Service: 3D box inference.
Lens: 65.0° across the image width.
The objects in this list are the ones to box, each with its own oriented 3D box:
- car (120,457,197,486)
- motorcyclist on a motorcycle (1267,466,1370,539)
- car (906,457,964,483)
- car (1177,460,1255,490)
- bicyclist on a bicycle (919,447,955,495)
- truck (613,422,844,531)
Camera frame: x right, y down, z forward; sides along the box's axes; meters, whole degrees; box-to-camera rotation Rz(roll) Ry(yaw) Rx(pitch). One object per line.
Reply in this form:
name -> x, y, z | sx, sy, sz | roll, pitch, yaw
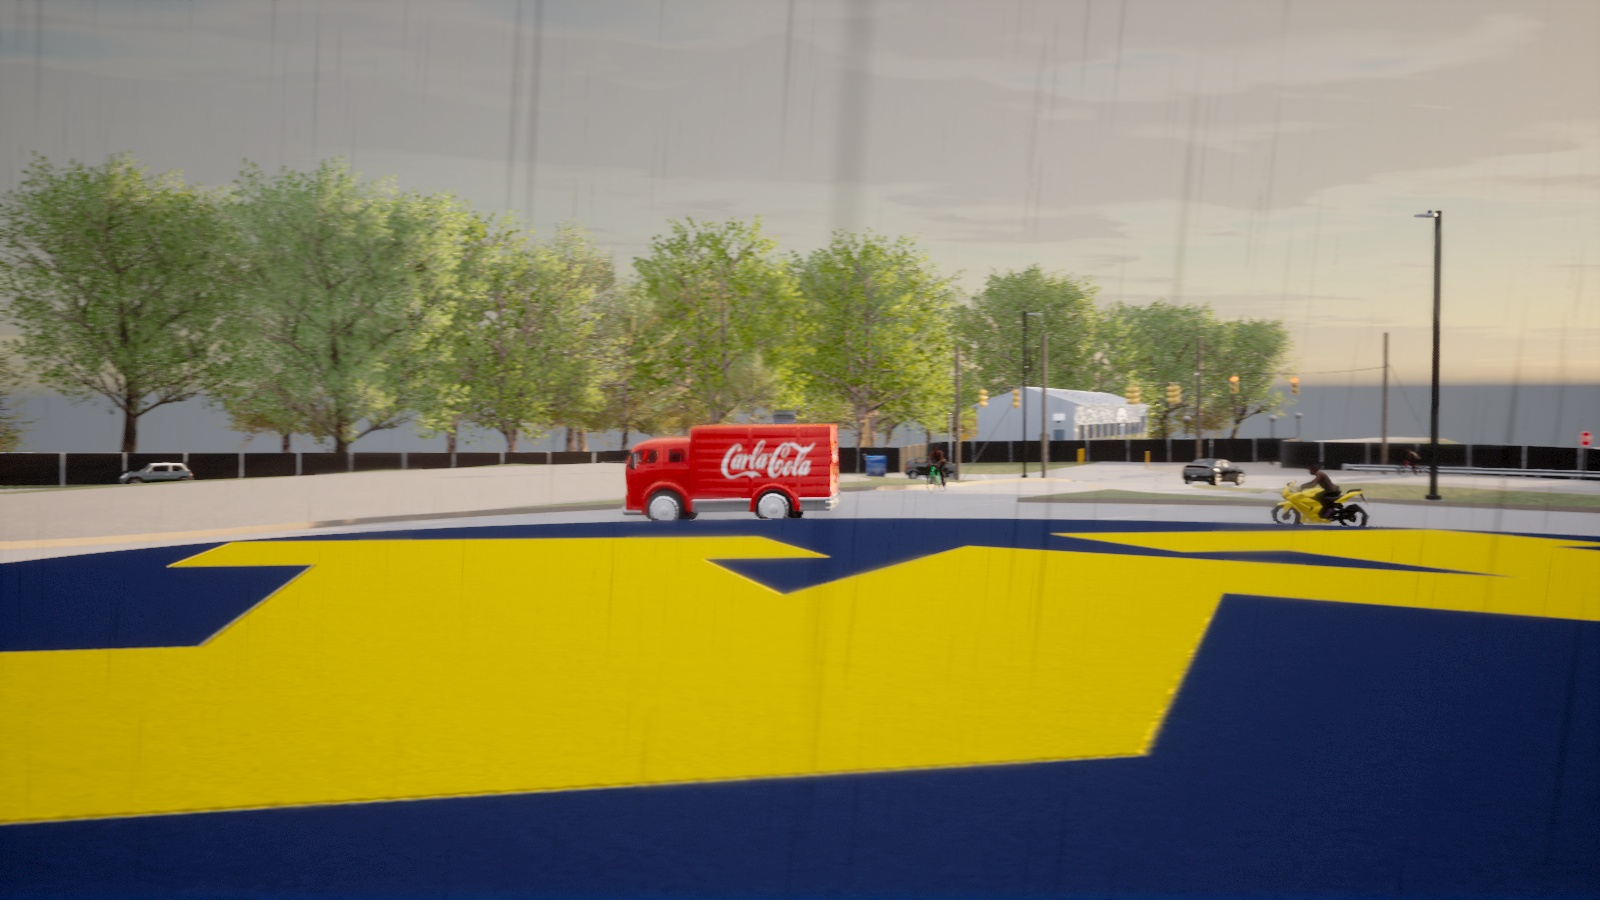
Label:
car -> -36.759, 1.204, 71.946 | 3.806, 1.475, 1.970 | 0, 3, -30
motorcyclist on a motorcycle -> 11.648, 1.157, 28.216 | 2.044, 1.523, 0.797 | 1, 1, 29
car -> 8.894, 1.291, 83.144 | 3.705, 1.549, 1.789 | 1, 3, 4
car -> 22.711, 1.367, 68.514 | 2.128, 1.511, 4.902 | 2, 1, 43
bicyclist on a bicycle -> 4.706, 0.708, 42.999 | 0.582, 1.620, 1.656 | 1, 0, 30
truck -> -1.662, 0.612, 30.815 | 5.204, 2.467, 2.627 | -1, 2, 8
